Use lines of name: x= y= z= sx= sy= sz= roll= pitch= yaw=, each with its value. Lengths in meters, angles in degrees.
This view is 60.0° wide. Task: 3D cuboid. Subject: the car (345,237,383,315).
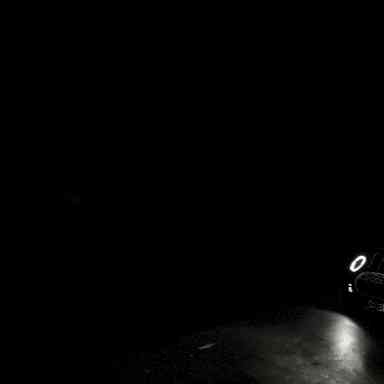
car: x=5.155 y=1.366 z=6.727 sx=4.553 sy=1.767 sz=2.097 roll=0 pitch=0 yaw=-34
